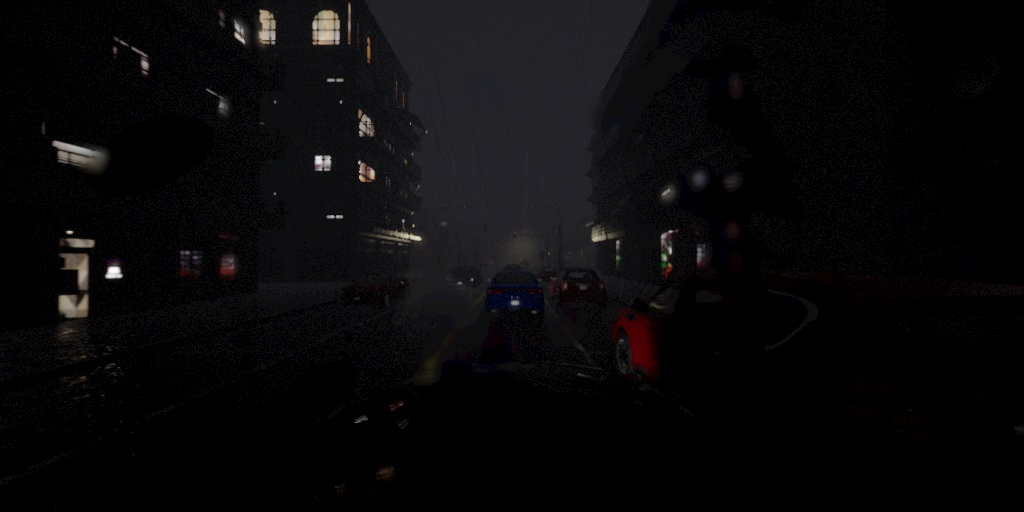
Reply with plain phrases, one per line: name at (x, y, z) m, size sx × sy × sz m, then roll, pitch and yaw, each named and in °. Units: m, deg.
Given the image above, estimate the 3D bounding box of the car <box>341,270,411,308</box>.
car at (-5.689, 1.324, 15.417) m, size 1.888 × 1.381 × 4.507 m, roll 0°, pitch 0°, yaw 0°

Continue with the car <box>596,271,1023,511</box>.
car at (2.691, 1.069, 4.089) m, size 2.192 × 1.841 × 5.009 m, roll 0°, pitch 0°, yaw 0°

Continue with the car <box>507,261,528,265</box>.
car at (0.100, 1.387, 32.039) m, size 1.994 × 1.385 × 4.181 m, roll 0°, pitch 0°, yaw 0°

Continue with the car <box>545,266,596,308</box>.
car at (2.692, 1.218, 15.417) m, size 1.967 × 1.591 × 4.097 m, roll 0°, pitch 0°, yaw 0°

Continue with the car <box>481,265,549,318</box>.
car at (0.096, 1.251, 13.187) m, size 1.882 × 1.535 × 5.008 m, roll 0°, pitch 0°, yaw 0°

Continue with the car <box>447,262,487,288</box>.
car at (-3.097, 1.350, 24.580) m, size 2.033 × 1.411 × 5.357 m, roll 0°, pitch 0°, yaw 0°
